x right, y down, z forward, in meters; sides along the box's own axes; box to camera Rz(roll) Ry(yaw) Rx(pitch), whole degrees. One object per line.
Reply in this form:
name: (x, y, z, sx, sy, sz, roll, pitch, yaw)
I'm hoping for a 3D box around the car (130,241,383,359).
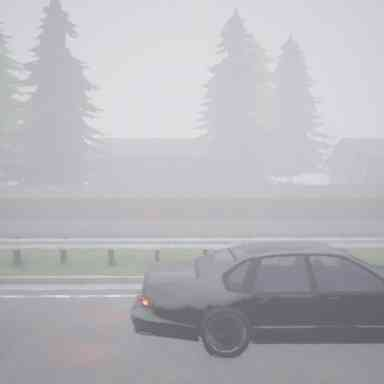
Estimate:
car: (1.773, 1.538, 5.339, 5.357, 1.411, 2.033, 0, 0, -1)
